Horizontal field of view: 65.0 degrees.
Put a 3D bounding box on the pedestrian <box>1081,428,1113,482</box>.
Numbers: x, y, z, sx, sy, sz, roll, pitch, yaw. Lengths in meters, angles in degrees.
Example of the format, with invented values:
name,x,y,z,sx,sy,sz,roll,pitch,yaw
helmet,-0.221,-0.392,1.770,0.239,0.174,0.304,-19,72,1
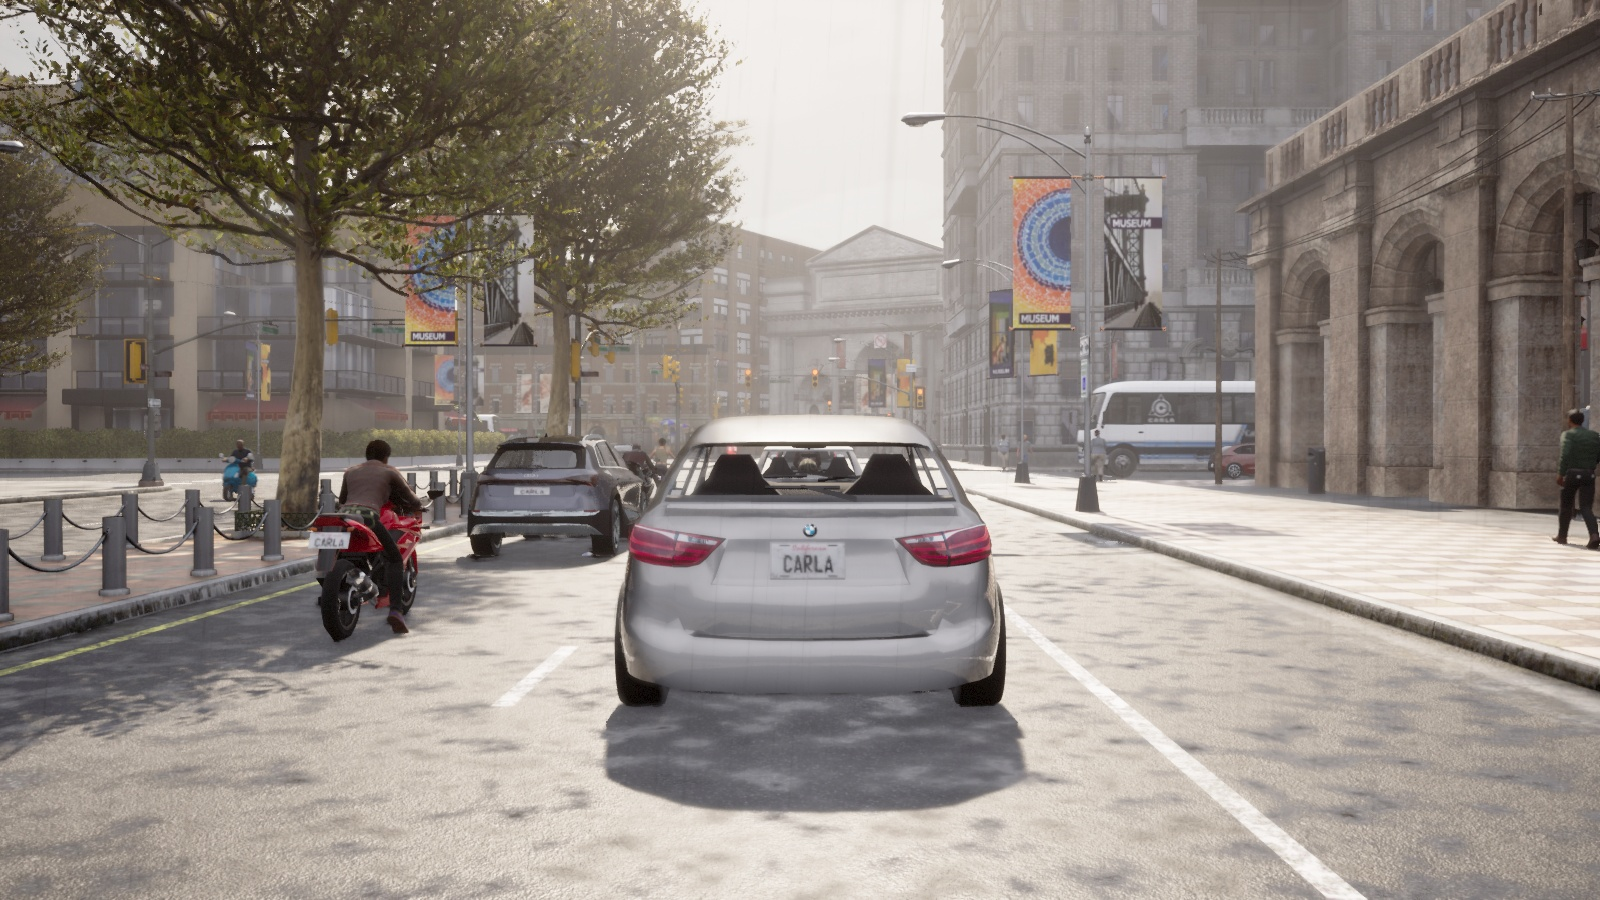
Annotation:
name,x,y,z,sx,sy,sz,roll,pitch,yaw
pedestrian,10.219,0.167,43.230,0.874,1.855,0.900,0,0,0

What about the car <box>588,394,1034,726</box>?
name,x,y,z,sx,sy,sz,roll,pitch,yaw
car,0.064,0.542,8.619,2.242,1.667,4.611,0,0,0

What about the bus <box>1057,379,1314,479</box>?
name,x,y,z,sx,sy,sz,roll,pitch,yaw
bus,17.086,-0.934,56.288,10.273,4.253,3.944,0,0,0

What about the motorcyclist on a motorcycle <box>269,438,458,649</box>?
name,x,y,z,sx,sy,sz,roll,pitch,yaw
motorcyclist on a motorcycle,-3.429,0.669,10.094,0.797,1.523,2.044,0,0,0

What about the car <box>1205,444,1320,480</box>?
name,x,y,z,sx,sy,sz,roll,pitch,yaw
car,19.398,0.478,52.795,4.193,1.474,1.816,0,0,0

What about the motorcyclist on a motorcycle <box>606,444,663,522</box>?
name,x,y,z,sx,sy,sz,roll,pitch,yaw
motorcyclist on a motorcycle,-3.343,0.634,25.621,0.866,1.530,2.191,0,0,0

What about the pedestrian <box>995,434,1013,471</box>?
name,x,y,z,sx,sy,sz,roll,pitch,yaw
pedestrian,10.200,0.106,62.814,0.874,1.855,0.900,0,0,7

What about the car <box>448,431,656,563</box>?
name,x,y,z,sx,sy,sz,roll,pitch,yaw
car,-3.385,0.571,18.159,2.033,1.649,4.856,0,0,0

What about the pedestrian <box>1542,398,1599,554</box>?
name,x,y,z,sx,sy,sz,roll,pitch,yaw
pedestrian,9.936,0.320,16.117,0.423,1.949,0.788,0,0,7

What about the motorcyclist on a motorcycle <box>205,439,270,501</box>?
name,x,y,z,sx,sy,sz,roll,pitch,yaw
motorcyclist on a motorcycle,-14.789,0.501,33.074,0.866,1.590,1.817,0,0,1

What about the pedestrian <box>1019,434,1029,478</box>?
name,x,y,z,sx,sy,sz,roll,pitch,yaw
pedestrian,9.538,0.243,53.440,0.354,1.836,0.706,0,0,4
